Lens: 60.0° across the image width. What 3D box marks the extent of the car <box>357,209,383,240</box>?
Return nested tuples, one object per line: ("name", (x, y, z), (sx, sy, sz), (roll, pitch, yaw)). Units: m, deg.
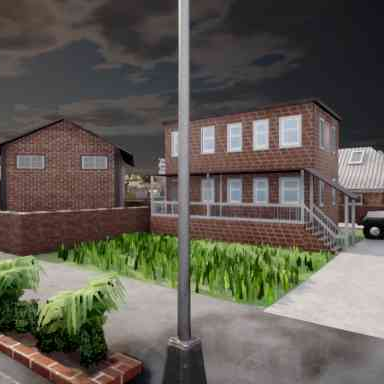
("car", (8.506, 0.973, 12.581), (3.866, 1.878, 1.905), (0, 0, 36))
